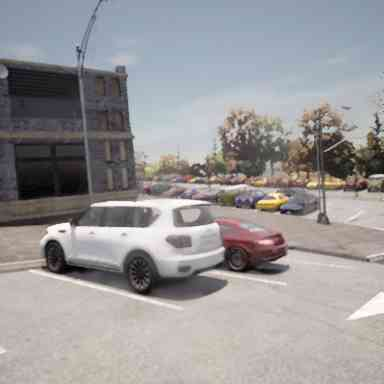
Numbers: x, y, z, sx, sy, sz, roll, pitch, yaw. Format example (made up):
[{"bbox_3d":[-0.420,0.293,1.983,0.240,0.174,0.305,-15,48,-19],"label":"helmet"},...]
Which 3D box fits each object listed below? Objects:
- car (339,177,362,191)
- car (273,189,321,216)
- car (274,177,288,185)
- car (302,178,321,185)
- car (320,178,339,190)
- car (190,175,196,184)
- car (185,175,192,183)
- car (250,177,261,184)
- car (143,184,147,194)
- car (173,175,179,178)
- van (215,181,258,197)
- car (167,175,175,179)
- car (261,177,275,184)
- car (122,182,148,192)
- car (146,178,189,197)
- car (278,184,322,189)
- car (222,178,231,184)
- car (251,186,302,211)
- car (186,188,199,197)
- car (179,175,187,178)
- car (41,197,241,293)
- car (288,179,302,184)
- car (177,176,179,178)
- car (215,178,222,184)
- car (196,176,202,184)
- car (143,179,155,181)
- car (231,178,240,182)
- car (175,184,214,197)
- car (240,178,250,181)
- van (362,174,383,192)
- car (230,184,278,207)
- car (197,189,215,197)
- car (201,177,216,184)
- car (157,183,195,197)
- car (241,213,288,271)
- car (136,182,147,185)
[{"bbox_3d":[21.413,-1.128,43.417,2.185,1.767,4.553,1,5,41],"label":"car"},{"bbox_3d":[9.097,0.971,27.920,2.163,1.488,4.792,0,7,40],"label":"car"},{"bbox_3d":[15.769,-1.452,53.839,2.002,1.452,4.674,1,5,42],"label":"car"},{"bbox_3d":[18.459,-1.233,48.487,1.946,1.575,5.366,1,6,42],"label":"car"},{"bbox_3d":[20.124,-1.144,46.174,1.946,1.575,5.366,1,5,41],"label":"car"},{"bbox_3d":[2.659,-2.818,80.371,4.892,1.521,2.231,-7,6,-44],"label":"car"},{"bbox_3d":[1.297,-2.947,82.936,5.366,1.575,1.946,-7,6,-44],"label":"car"},{"bbox_3d":[13.151,-1.765,59.218,1.946,1.575,5.366,1,5,43],"label":"car"},{"bbox_3d":[-5.077,-0.314,54.520,2.097,1.535,5.008,0,6,43],"label":"car"},{"bbox_3d":[-2.236,-3.358,91.211,4.792,1.488,2.163,-7,6,-44],"label":"car"},{"bbox_3d":[4.862,0.330,35.913,1.878,1.987,4.442,0,6,41],"label":"van"},{"bbox_3d":[-3.612,-3.513,93.763,5.366,1.575,1.946,-7,6,-44],"label":"car"},{"bbox_3d":[14.363,-1.741,56.424,2.185,1.767,4.553,1,5,43],"label":"car"},{"bbox_3d":[-11.635,-0.992,68.110,2.231,1.521,4.892,1,7,45],"label":"car"},{"bbox_3d":[-3.710,-0.437,51.831,2.435,2.045,5.566,0,6,43],"label":"car"},{"bbox_3d":[10.873,0.332,34.788,1.837,1.490,4.892,-6,6,-29],"label":"car"},{"bbox_3d":[9.013,-2.105,66.980,2.163,1.488,4.792,2,6,44],"label":"car"},{"bbox_3d":[7.887,0.781,30.726,1.946,1.575,5.366,0,6,40],"label":"car"},{"bbox_3d":[1.913,0.363,41.141,2.002,1.452,4.674,1,7,41],"label":"car"},{"bbox_3d":[0.200,-3.354,85.773,5.566,2.045,2.435,-7,6,-44],"label":"car"},{"bbox_3d":[-1.794,1.238,9.066,5.566,2.045,2.435,-1,-1,35],"label":"car"},{"bbox_3d":[17.166,-1.328,51.231,2.002,1.452,4.674,1,5,42],"label":"car"},{"bbox_3d":[-1.048,-3.211,88.456,4.792,1.488,2.163,-7,6,-44],"label":"car"},{"bbox_3d":[7.751,-2.244,69.692,2.163,1.488,4.792,1,6,44],"label":"car"},{"bbox_3d":[3.884,-2.803,77.654,4.553,1.767,2.185,-7,6,-45],"label":"car"},{"bbox_3d":[-10.348,-0.981,65.375,2.185,1.767,4.553,1,7,44],"label":"car"},{"bbox_3d":[10.340,-2.005,64.353,2.097,1.535,5.008,1,5,44],"label":"car"},{"bbox_3d":[0.478,0.239,43.801,2.002,1.452,4.674,0,6,42],"label":"car"},{"bbox_3d":[11.698,-2.002,61.724,2.185,1.767,4.553,2,6,43],"label":"car"},{"bbox_3d":[22.814,-1.102,40.769,1.878,1.987,4.442,1,6,41],"label":"van"},{"bbox_3d":[6.248,0.565,33.176,2.185,1.767,4.553,0,6,40],"label":"car"},{"bbox_3d":[3.341,0.448,38.483,2.231,1.521,4.892,0,6,41],"label":"car"},{"bbox_3d":[5.163,-2.542,74.999,2.097,1.535,5.008,1,6,45],"label":"car"},{"bbox_3d":[-2.321,-0.015,49.144,2.002,1.452,4.674,1,7,42],"label":"car"},{"bbox_3d":[0.709,1.530,10.780,4.674,1.452,2.002,-1,-1,35],"label":"car"},{"bbox_3d":[-7.742,-0.581,59.931,2.097,1.535,5.008,1,7,44],"label":"car"}]
